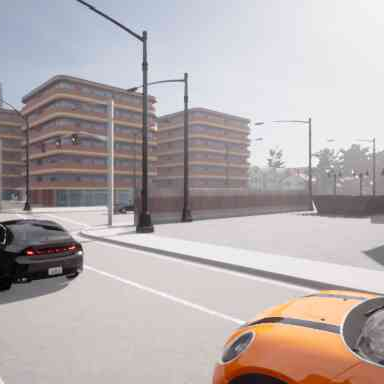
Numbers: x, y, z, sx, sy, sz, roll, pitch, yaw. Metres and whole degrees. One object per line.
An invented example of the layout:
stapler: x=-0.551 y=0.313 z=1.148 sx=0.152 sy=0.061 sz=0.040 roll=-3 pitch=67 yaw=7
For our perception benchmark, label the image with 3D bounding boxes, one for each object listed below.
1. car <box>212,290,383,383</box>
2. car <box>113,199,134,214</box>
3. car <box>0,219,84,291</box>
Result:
car: x=2.331 y=1.352 z=2.292 sx=4.553 sy=1.767 sz=2.097 roll=0 pitch=0 yaw=40
car: x=-6.353 y=1.488 z=34.956 sx=4.902 sy=1.511 sz=2.128 roll=0 pitch=0 yaw=-44
car: x=-4.696 y=1.504 z=9.148 sx=1.837 sy=1.490 sz=4.892 roll=0 pitch=0 yaw=-43
